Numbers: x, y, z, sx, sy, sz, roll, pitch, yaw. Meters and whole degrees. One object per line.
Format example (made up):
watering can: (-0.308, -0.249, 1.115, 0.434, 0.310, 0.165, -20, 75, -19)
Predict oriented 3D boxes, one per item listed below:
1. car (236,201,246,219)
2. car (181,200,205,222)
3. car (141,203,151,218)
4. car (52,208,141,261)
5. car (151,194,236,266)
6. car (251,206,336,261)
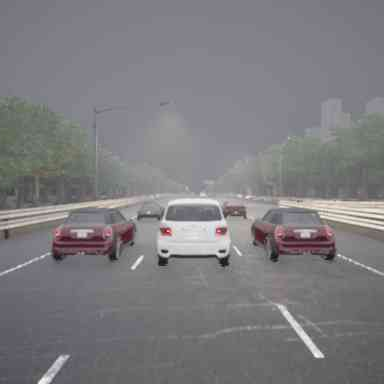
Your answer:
car: (3.581, 1.491, 29.363, 1.882, 1.535, 5.008, 0, 0, 0)
car: (0.075, 1.525, 27.988, 1.837, 1.490, 4.892, 0, 1, 0)
car: (-3.423, 1.581, 28.381, 1.994, 1.385, 4.181, 0, 0, 0)
car: (-3.431, 1.371, 12.548, 2.097, 1.767, 4.553, 0, 0, 0)
car: (0.065, 1.243, 11.808, 2.150, 2.045, 5.566, 0, 0, 1)
car: (3.569, 1.371, 12.557, 2.097, 1.767, 4.553, 0, 0, 0)
